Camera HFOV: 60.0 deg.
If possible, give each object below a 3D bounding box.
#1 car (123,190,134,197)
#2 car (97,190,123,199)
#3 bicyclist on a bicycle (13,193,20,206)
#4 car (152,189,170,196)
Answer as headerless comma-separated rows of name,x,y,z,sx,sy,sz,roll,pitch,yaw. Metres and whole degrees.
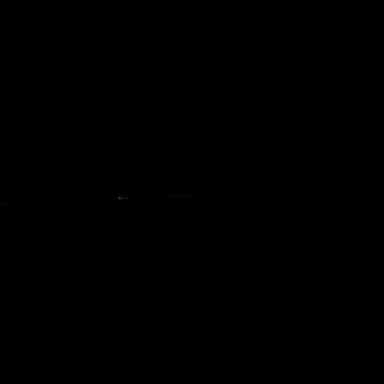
car,-14.351,0.360,70.180,1.812,1.442,4.674,1,2,35
car,-15.629,0.645,62.342,1.994,1.385,4.181,1,2,35
bicyclist on a bicycle,-23.496,1.021,44.379,1.656,1.620,0.582,0,1,35
car,-6.934,0.170,74.570,2.128,1.511,4.902,1,2,35
